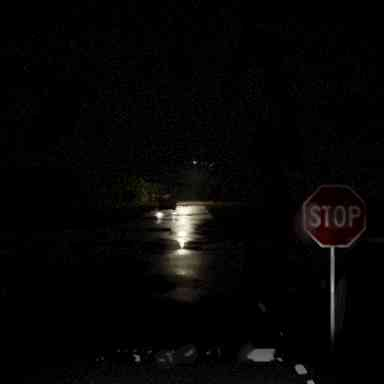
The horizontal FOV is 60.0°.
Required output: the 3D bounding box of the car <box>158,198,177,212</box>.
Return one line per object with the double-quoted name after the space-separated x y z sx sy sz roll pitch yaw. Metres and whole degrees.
-2.765 1.400 37.773 1.882 1.535 5.008 0 1 0 "car"
